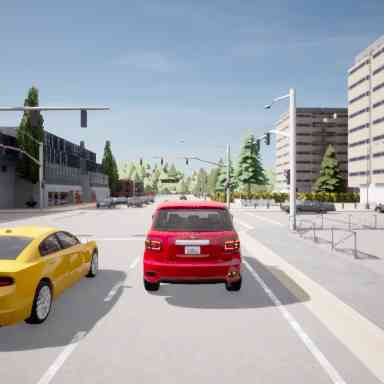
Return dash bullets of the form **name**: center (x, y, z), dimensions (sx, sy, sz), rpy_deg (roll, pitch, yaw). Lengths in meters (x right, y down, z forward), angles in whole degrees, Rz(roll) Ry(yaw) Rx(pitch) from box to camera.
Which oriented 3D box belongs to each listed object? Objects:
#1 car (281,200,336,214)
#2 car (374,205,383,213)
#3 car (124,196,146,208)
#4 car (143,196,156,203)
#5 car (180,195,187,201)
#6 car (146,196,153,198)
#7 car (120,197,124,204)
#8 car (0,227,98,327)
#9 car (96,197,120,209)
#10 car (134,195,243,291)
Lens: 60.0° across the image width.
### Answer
- **car**: center (12.083, 1.547, 34.603), dimensions (5.357, 1.411, 2.033), rpy_deg (0, 0, -2)
- **car**: center (22.166, 1.547, 34.908), dimensions (5.357, 1.411, 2.033), rpy_deg (0, 0, -2)
- **car**: center (-8.391, 1.505, 49.302), dimensions (1.837, 1.490, 4.892), rpy_deg (0, 0, -2)
- **car**: center (-8.864, 1.540, 69.877), dimensions (2.033, 1.411, 5.357), rpy_deg (0, 0, -2)
- **car**: center (-2.338, 1.524, 87.216), dimensions (1.812, 1.442, 4.674), rpy_deg (0, 0, -2)
- **car**: center (-8.649, 1.491, 59.513), dimensions (2.128, 1.511, 4.902), rpy_deg (0, 0, -1)
- **car**: center (-12.096, 1.547, 57.537), dimensions (2.033, 1.411, 5.357), rpy_deg (0, 0, -1)
- **car**: center (-3.478, 1.478, 7.147), dimensions (1.882, 1.535, 5.008), rpy_deg (0, 0, 0)
- **car**: center (-11.794, 1.491, 45.882), dimensions (2.128, 1.511, 4.902), rpy_deg (0, 0, -2)
- **car**: center (0.016, 1.221, 9.135), dimensions (2.150, 2.045, 5.566), rpy_deg (0, 0, 0)
